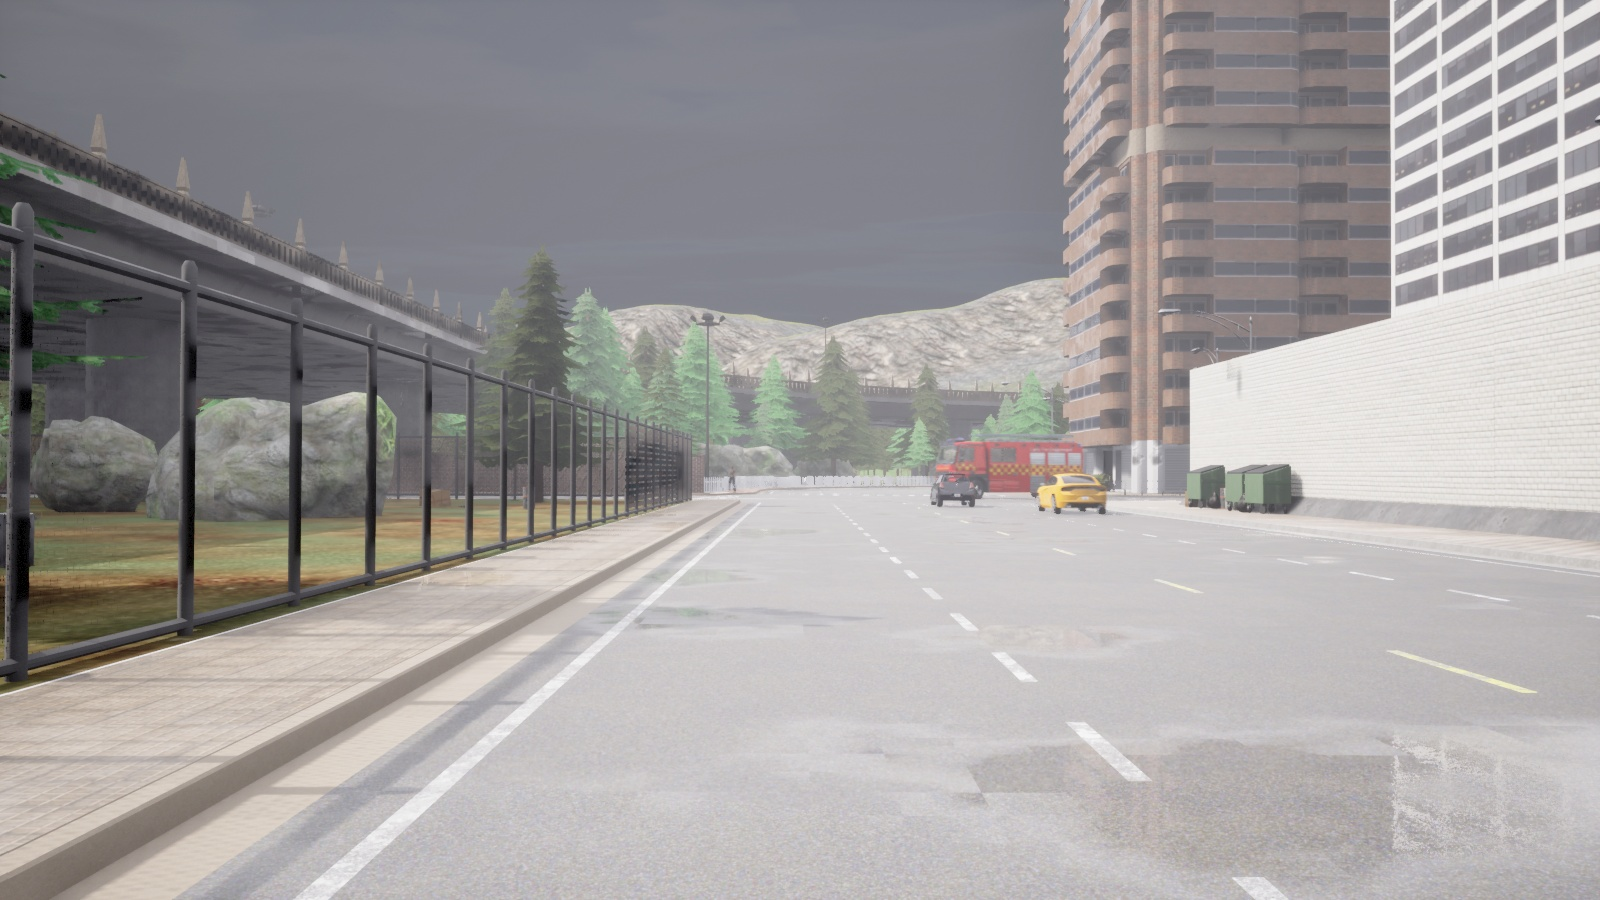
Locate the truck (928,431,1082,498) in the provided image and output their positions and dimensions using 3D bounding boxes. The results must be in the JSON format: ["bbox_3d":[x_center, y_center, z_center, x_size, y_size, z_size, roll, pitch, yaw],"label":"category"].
[{"bbox_3d":[12.116,0.894,74.382,8.468,3.827,2.891,0,-1,-14],"label":"truck"}]

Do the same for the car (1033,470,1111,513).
[{"bbox_3d":[10.364,1.557,48.139,1.882,1.535,5.008,0,-1,0],"label":"car"}]

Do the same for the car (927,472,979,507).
[{"bbox_3d":[6.842,1.746,56.417,1.845,1.501,3.633,0,-1,0],"label":"car"}]
